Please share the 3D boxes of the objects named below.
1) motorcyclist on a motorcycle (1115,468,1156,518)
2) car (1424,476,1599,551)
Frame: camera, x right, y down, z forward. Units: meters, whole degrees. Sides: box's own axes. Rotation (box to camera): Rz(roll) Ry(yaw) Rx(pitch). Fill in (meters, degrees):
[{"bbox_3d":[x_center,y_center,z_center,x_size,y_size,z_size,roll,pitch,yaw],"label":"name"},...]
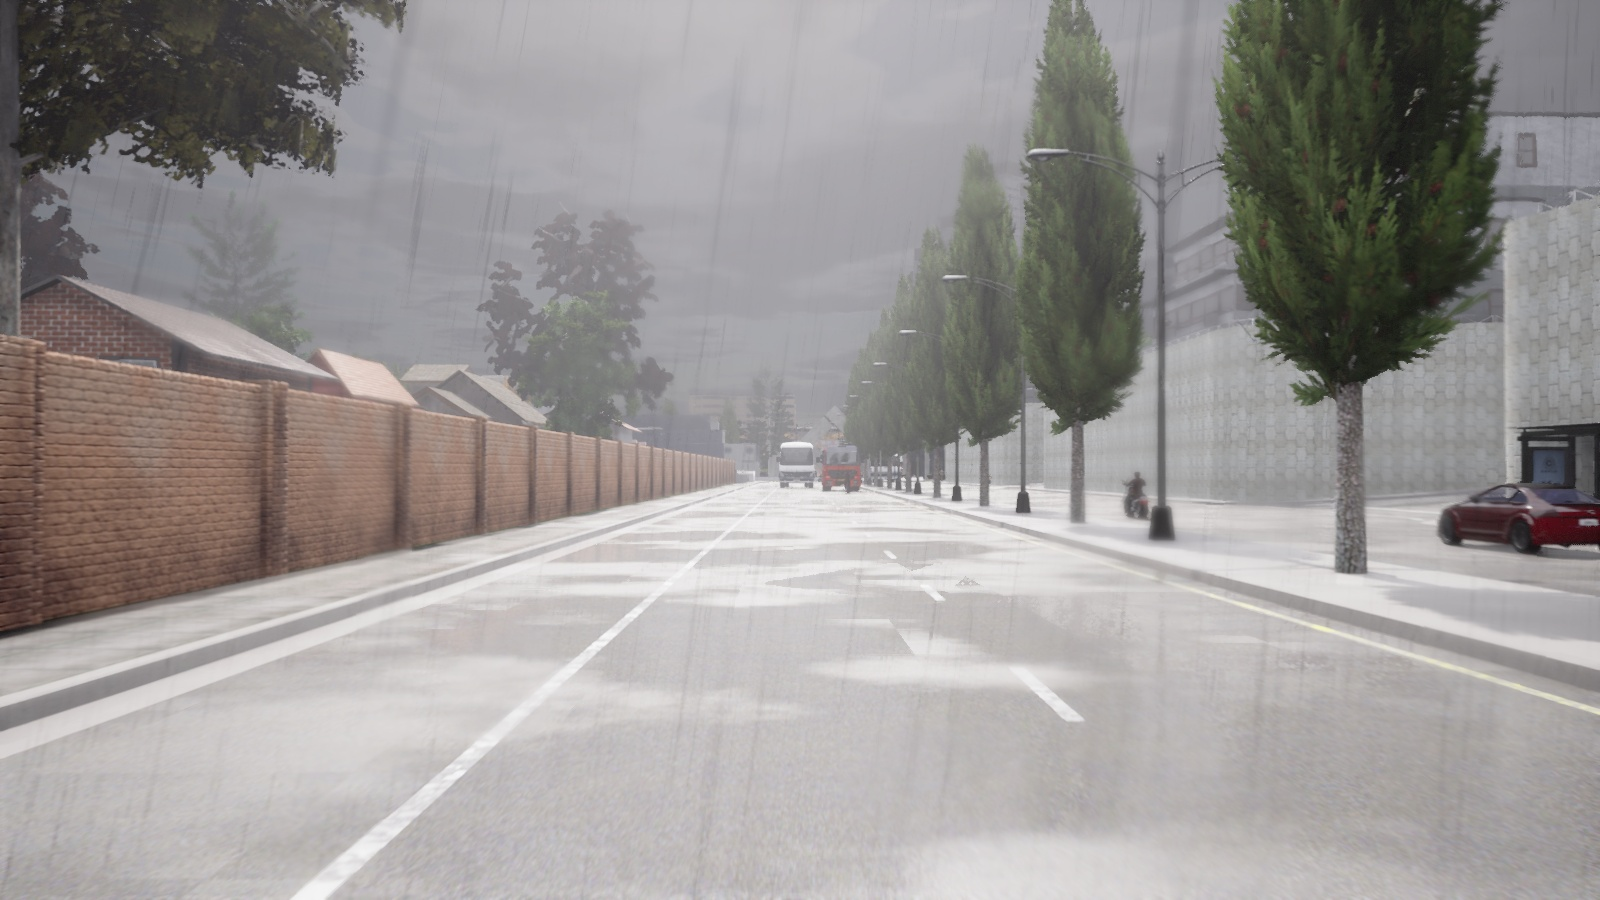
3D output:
[{"bbox_3d":[11.396,1.432,42.743,0.766,1.649,2.350,0,-1,0],"label":"motorcyclist on a motorcycle"},{"bbox_3d":[14.937,1.253,25.934,1.994,1.385,4.181,0,-1,0],"label":"car"}]
